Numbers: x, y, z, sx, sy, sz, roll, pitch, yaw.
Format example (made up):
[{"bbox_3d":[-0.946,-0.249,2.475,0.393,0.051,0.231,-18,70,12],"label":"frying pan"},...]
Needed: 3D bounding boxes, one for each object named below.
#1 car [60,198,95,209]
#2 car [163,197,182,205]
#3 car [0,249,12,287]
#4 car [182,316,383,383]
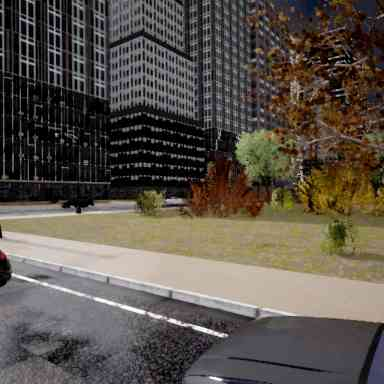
[{"bbox_3d":[-15.964,1.612,46.404,1.837,1.490,4.892,-1,0,37],"label":"car"},{"bbox_3d":[-3.719,1.654,62.535,1.812,1.442,4.674,-1,-1,37],"label":"car"},{"bbox_3d":[-6.189,1.565,8.069,4.181,1.385,1.994,0,0,37],"label":"car"},{"bbox_3d":[2.437,1.547,1.946,5.357,1.411,2.033,0,0,36],"label":"car"}]
